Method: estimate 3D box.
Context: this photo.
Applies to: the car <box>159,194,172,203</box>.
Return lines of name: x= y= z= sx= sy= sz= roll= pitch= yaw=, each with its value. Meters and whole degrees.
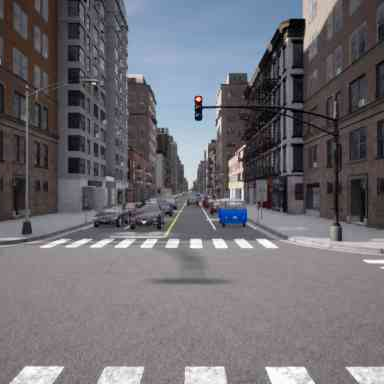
car: x=-5.310 y=1.294 z=67.944 sx=2.192 sy=1.841 sz=5.009 roll=0 pitch=0 yaw=0

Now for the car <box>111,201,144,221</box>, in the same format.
car: x=-5.356 y=1.544 z=28.171 sx=1.887 sy=1.381 sz=4.507 roll=0 pitch=0 yaw=0

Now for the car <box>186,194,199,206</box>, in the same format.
car: x=0.161 y=1.480 z=53.085 sx=2.128 sy=1.511 sz=4.902 roll=0 pitch=0 yaw=0

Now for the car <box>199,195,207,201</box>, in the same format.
car: x=2.735 y=1.532 z=84.983 sx=1.947 sy=1.339 sz=4.313 roll=0 pitch=0 yaw=0

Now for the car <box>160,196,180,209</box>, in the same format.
car: x=-2.799 y=1.522 z=41.723 sx=1.812 sy=1.442 sz=4.674 roll=0 pitch=0 yaw=1

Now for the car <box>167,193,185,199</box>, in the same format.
car: x=-2.685 y=1.197 z=56.774 sx=1.895 sy=1.301 sz=4.718 roll=0 pitch=0 yaw=0

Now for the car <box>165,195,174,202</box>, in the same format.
car: x=-5.297 y=1.410 z=79.308 sx=1.967 sy=1.590 sz=4.097 roll=0 pitch=0 yaw=0

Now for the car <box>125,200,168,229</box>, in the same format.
car: x=-2.795 y=1.504 z=21.594 sx=1.837 sy=1.490 sz=4.892 roll=0 pitch=0 yaw=-1

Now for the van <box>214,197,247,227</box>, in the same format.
van: x=2.663 y=1.340 z=22.489 sx=1.690 sy=1.788 sz=3.998 roll=0 pitch=0 yaw=0

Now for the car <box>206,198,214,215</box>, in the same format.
car: x=2.676 y=1.581 z=33.851 sx=1.802 sy=1.307 sz=4.206 roll=0 pitch=0 yaw=0

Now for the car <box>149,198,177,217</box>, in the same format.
car: x=-2.801 y=1.563 z=31.602 sx=1.994 sy=1.385 sz=4.181 roll=0 pitch=0 yaw=0

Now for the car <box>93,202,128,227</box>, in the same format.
car: x=-5.362 y=1.550 z=22.490 sx=2.008 sy=1.369 sz=4.403 roll=0 pitch=0 yaw=0

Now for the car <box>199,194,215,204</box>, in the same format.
car: x=2.696 y=1.306 z=50.896 sx=2.192 sy=1.841 sz=5.009 roll=0 pitch=0 yaw=0

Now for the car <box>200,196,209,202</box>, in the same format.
car: x=2.722 y=1.525 z=73.620 sx=2.008 sy=1.369 sz=4.403 roll=0 pitch=0 yaw=0

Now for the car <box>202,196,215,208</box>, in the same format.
car: x=2.689 y=1.577 z=45.214 sx=1.802 sy=1.307 sz=4.206 roll=0 pitch=0 yaw=0

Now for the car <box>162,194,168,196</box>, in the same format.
car: x=-5.316 y=1.548 z=62.262 sx=1.947 sy=1.339 sz=4.313 roll=0 pitch=0 yaw=0
